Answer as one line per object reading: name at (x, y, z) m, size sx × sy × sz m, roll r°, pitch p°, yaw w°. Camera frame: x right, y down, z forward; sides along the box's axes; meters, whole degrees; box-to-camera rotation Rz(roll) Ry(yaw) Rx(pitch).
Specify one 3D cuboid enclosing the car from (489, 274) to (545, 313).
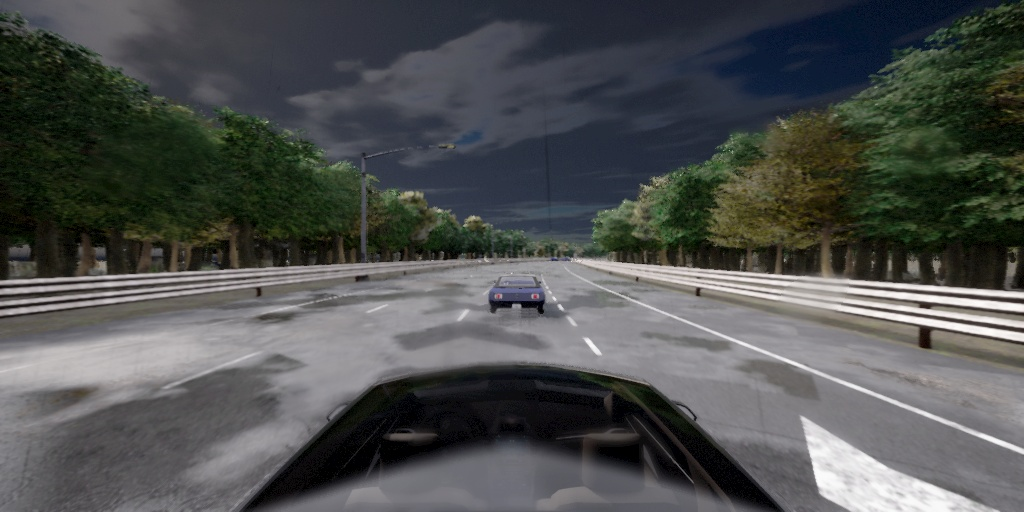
car at (0.222, 1.355, 13.975) m, size 1.895 × 1.301 × 4.718 m, roll 0°, pitch 0°, yaw 2°
